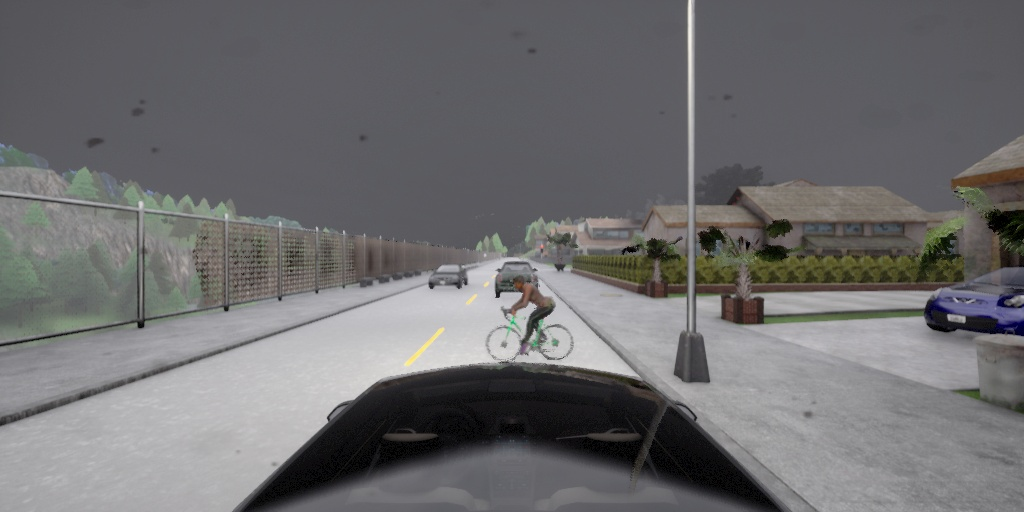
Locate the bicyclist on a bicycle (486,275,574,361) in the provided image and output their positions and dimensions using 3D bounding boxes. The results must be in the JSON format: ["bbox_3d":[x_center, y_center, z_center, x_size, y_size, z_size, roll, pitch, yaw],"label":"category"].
[{"bbox_3d":[0.320,1.178,6.717,1.656,1.620,0.582,-2,0,1],"label":"bicyclist on a bicycle"}]

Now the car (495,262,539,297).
[{"bbox_3d":[0.247,1.069,18.683,2.097,1.767,4.553,0,0,0],"label":"car"}]

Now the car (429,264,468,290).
[{"bbox_3d":[-3.843,1.236,22.388,1.812,1.442,4.674,0,0,1],"label":"car"}]
